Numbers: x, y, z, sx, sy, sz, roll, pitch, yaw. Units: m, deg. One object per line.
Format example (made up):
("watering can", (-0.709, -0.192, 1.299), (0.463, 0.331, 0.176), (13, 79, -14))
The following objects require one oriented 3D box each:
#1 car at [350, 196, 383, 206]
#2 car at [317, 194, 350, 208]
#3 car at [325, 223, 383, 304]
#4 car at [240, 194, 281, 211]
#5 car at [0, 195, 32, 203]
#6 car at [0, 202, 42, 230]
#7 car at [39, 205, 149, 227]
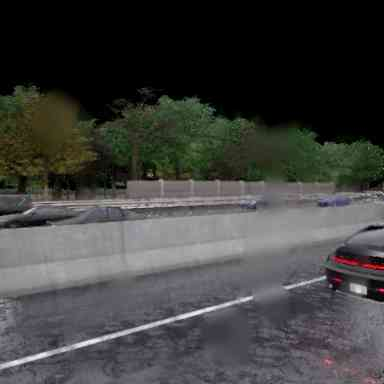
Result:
("car", (16.036, 1.091, 28.335), (4.902, 1.511, 2.128), (-1, 1, -35))
("car", (15.918, 0.999, 36.842), (5.008, 1.535, 1.882), (-1, 1, -35))
("car", (4.883, 1.417, 7.233), (4.892, 1.490, 1.837), (-1, 1, -36))
("car", (7.212, 1.004, 34.935), (4.553, 1.767, 2.097), (-1, 1, -35))
("car", (-12.681, 1.208, 20.555), (5.566, 2.045, 2.150), (0, 0, -37))
("car", (-8.710, 1.484, 19.275), (4.674, 1.442, 1.812), (-1, 0, -35))
("car", (-4.890, 1.482, 17.703), (5.357, 1.411, 2.033), (-1, 0, -36))
